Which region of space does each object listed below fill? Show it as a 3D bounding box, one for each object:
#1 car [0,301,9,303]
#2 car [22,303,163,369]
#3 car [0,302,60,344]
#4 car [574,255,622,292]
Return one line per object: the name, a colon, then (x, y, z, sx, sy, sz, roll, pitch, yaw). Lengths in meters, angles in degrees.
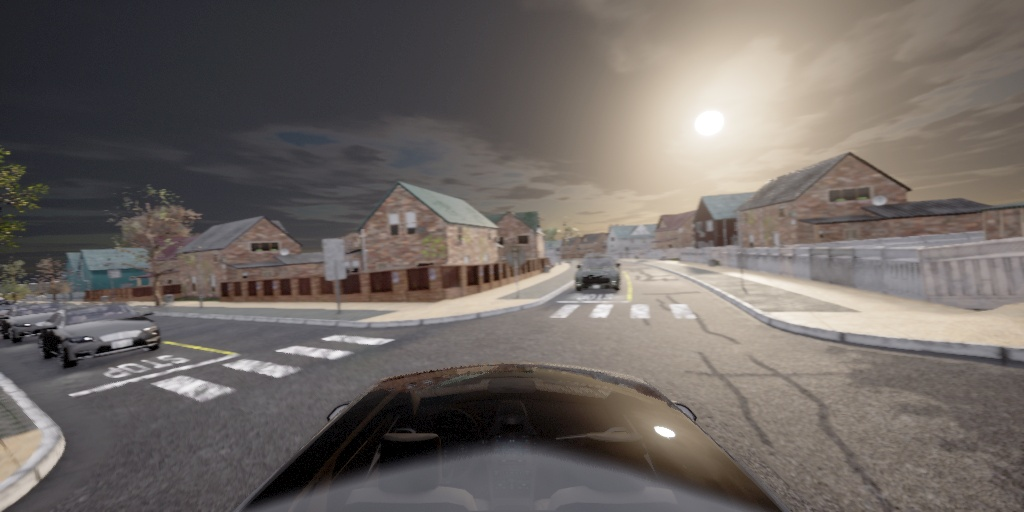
car: (-32.673, 3.823, 23.123, 4.181, 1.385, 1.994, -4, 1, 32)
car: (-12.386, 2.210, 10.727, 4.902, 1.511, 2.128, -4, 1, 31)
car: (-21.242, 2.883, 16.128, 4.902, 1.511, 2.128, -4, 1, 31)
car: (4.474, 0.771, 18.337, 2.097, 1.767, 4.553, -3, 0, 18)
